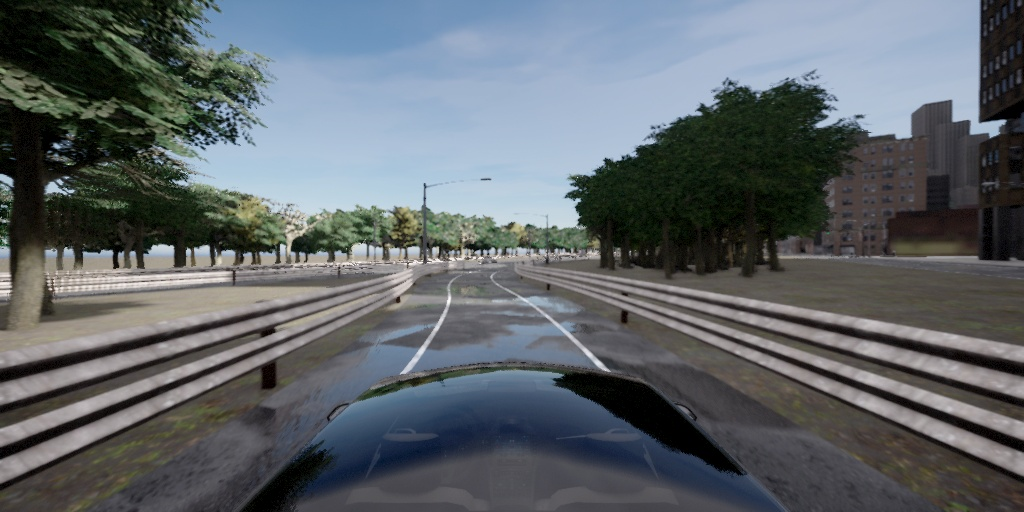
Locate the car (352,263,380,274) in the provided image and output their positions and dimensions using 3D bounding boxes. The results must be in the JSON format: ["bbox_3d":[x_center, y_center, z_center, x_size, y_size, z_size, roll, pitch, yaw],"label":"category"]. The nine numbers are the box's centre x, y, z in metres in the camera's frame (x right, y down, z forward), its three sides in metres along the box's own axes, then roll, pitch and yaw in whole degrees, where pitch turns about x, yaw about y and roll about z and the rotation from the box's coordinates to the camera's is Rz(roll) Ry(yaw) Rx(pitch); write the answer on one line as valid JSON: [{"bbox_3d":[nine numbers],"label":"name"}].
[{"bbox_3d":[-20.389,1.642,50.657,1.994,1.385,4.181,0,1,32],"label":"car"}]
